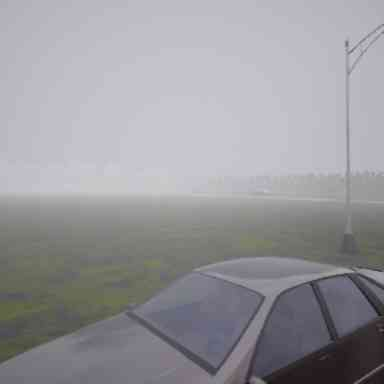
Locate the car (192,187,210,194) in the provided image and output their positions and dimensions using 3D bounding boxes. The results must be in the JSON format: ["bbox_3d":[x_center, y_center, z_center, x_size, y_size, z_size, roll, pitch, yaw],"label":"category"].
[{"bbox_3d":[1.921,-0.314,71.784,1.994,1.385,4.181,-1,1,-36],"label":"car"}]

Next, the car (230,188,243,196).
[{"bbox_3d":[9.180,0.006,61.726,2.128,1.511,4.902,-1,1,-35],"label":"car"}]

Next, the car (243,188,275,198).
[{"bbox_3d":[11.222,0.144,53.969,1.882,1.535,5.008,-1,1,-35],"label":"car"}]

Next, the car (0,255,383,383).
[{"bbox_3d":[0.717,1.504,3.584,5.357,1.411,2.033,-1,1,-36],"label":"car"}]
